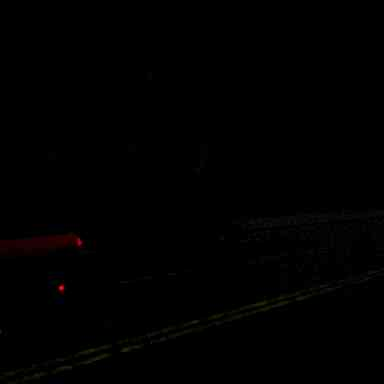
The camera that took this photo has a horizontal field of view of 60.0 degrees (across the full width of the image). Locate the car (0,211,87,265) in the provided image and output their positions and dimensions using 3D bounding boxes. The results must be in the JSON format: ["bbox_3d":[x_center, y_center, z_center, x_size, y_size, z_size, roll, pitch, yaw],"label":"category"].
[{"bbox_3d":[-5.044,1.352,8.072,4.553,1.767,2.097,0,0,-36],"label":"car"}]

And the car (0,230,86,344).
[{"bbox_3d":[-4.472,1.547,4.488,5.357,1.411,2.033,0,0,-36],"label":"car"}]
